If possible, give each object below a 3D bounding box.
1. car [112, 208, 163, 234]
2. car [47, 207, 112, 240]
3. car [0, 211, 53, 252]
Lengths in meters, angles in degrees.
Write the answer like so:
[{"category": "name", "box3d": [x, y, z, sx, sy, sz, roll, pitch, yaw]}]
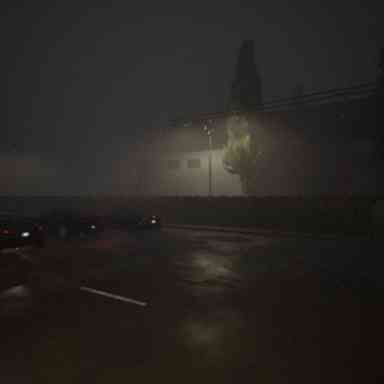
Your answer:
[{"category": "car", "box3d": [-3.744, 1.614, 19.520, 4.181, 1.385, 1.994, 0, 0, 36]}, {"category": "car", "box3d": [-6.730, 1.532, 17.356, 5.008, 1.535, 1.882, 0, 0, 36]}, {"category": "car", "box3d": [-8.038, 1.615, 13.986, 4.181, 1.385, 1.994, 0, 0, 36]}]
